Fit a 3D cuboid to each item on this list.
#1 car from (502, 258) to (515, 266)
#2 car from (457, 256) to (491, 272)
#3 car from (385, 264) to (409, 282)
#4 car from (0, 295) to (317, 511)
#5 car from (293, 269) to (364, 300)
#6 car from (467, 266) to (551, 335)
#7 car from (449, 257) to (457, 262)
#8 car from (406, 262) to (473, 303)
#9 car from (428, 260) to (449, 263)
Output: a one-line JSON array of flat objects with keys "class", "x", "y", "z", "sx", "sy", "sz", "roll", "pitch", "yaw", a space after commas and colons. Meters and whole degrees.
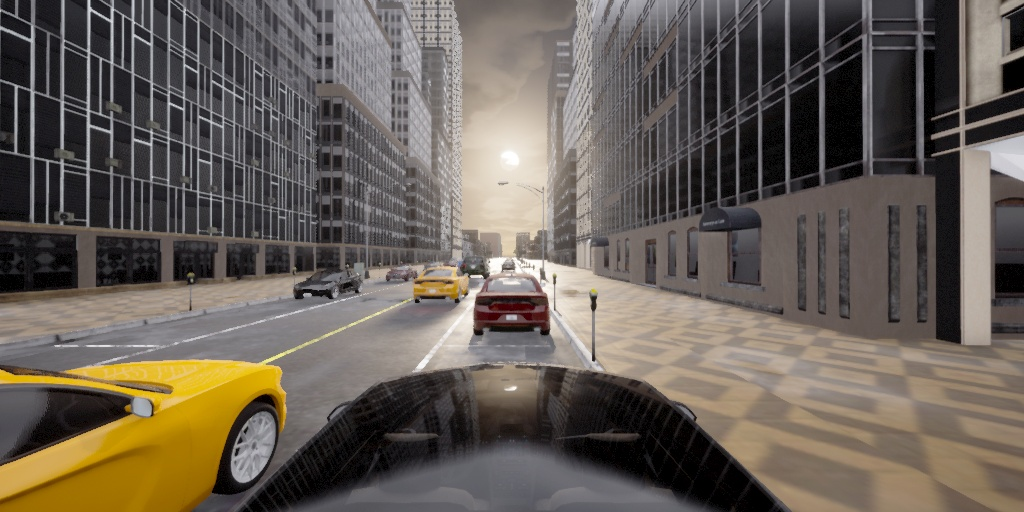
[{"class": "car", "x": -0.455, "y": 1.297, "z": 46.099, "sx": 1.948, "sy": 1.339, "sz": 4.313, "roll": 0, "pitch": 0, "yaw": 0}, {"class": "car", "x": -3.145, "y": 0.999, "z": 31.692, "sx": 2.150, "sy": 2.045, "sz": 5.566, "roll": 0, "pitch": 0, "yaw": 0}, {"class": "car", "x": -8.835, "y": 1.324, "z": 29.033, "sx": 1.802, "sy": 1.307, "sz": 4.207, "roll": 0, "pitch": 0, "yaw": 0}, {"class": "car", "x": -3.145, "y": 1.227, "z": 1.499, "sx": 1.882, "sy": 1.535, "sz": 5.008, "roll": 0, "pitch": 0, "yaw": 0}, {"class": "car", "x": -8.836, "y": 1.313, "z": 17.650, "sx": 1.948, "sy": 1.339, "sz": 4.313, "roll": 0, "pitch": 0, "yaw": 0}, {"class": "car", "x": -0.006, "y": 1.226, "z": 10.499, "sx": 1.882, "sy": 1.535, "sz": 5.008, "roll": 0, "pitch": 0, "yaw": 0}, {"class": "car", "x": -8.836, "y": 1.273, "z": 51.803, "sx": 1.888, "sy": 1.381, "sz": 4.507, "roll": 0, "pitch": 0, "yaw": 0}, {"class": "car", "x": -3.145, "y": 1.233, "z": 16.662, "sx": 1.882, "sy": 1.535, "sz": 5.008, "roll": 0, "pitch": 0, "yaw": 0}, {"class": "car", "x": -8.836, "y": 1.286, "z": 40.419, "sx": 2.007, "sy": 1.370, "sz": 4.403, "roll": 0, "pitch": 0, "yaw": 0}]
